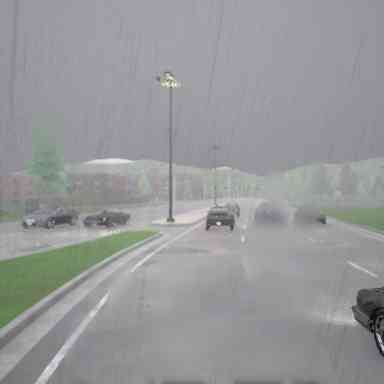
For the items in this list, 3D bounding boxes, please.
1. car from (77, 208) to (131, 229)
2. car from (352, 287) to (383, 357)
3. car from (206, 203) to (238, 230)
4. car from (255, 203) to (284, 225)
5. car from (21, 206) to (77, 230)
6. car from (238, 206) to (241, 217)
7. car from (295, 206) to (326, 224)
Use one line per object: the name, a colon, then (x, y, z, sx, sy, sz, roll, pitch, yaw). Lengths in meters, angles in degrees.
car: (-6.163, 1.894, 24.464, 1.895, 1.301, 4.718, 0, -1, 10)
car: (3.587, 1.583, 2.918, 2.033, 1.411, 5.357, 0, -1, -2)
car: (2.091, 1.784, 23.522, 1.837, 1.490, 4.892, 0, -1, 9)
car: (6.229, 1.674, 27.059, 2.097, 1.767, 4.553, 0, -1, 10)
car: (-9.898, 1.774, 23.565, 2.128, 1.511, 4.902, 0, -1, 11)
car: (4.479, 1.996, 37.528, 2.033, 1.411, 5.357, 0, -1, 10)
car: (9.987, 1.902, 28.289, 1.994, 1.385, 4.181, 0, -1, 10)
